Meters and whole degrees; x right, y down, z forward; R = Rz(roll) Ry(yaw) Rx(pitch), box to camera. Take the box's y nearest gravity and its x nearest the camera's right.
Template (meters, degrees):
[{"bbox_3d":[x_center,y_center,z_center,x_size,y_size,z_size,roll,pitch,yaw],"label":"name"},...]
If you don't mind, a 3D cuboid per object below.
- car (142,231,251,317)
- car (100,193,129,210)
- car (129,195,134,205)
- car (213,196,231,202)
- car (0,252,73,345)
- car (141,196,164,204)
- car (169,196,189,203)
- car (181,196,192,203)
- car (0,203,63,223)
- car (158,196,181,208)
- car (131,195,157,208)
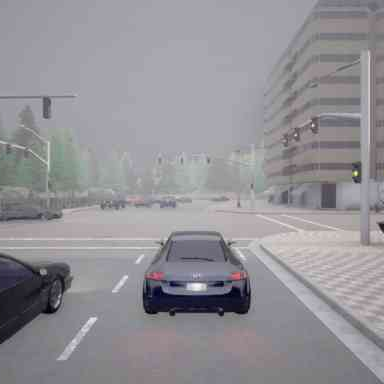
[{"bbox_3d":[0.088,1.564,7.589,1.994,1.385,4.181,0,0,0],"label":"car"},{"bbox_3d":[-10.433,1.221,44.380,2.150,2.045,5.566,0,0,2],"label":"car"},{"bbox_3d":[-9.617,1.352,53.814,2.097,1.767,4.553,0,0,8],"label":"car"},{"bbox_3d":[6.509,1.524,72.786,4.674,1.442,1.812,0,0,-45],"label":"car"},{"bbox_3d":[-3.429,1.547,4.554,2.033,1.411,5.357,0,0,0],"label":"car"},{"bbox_3d":[-7.384,1.547,63.245,2.033,1.411,5.357,0,0,21],"label":"car"},{"bbox_3d":[-2.769,1.524,72.384,1.812,1.442,4.674,0,0,34],"label":"car"},{"bbox_3d":[-1.718,1.564,67.205,1.994,1.385,4.181,0,0,28],"label":"car"},{"bbox_3d":[-12.827,1.578,25.522,5.357,1.411,2.033,0,0,-16],"label":"car"},{"bbox_3d":[-3.204,1.352,47.810,2.097,1.767,4.553,0,0,3],"label":"car"},{"bbox_3d":[-6.859,1.547,48.040,2.033,1.411,5.357,0,0,2],"label":"car"}]
